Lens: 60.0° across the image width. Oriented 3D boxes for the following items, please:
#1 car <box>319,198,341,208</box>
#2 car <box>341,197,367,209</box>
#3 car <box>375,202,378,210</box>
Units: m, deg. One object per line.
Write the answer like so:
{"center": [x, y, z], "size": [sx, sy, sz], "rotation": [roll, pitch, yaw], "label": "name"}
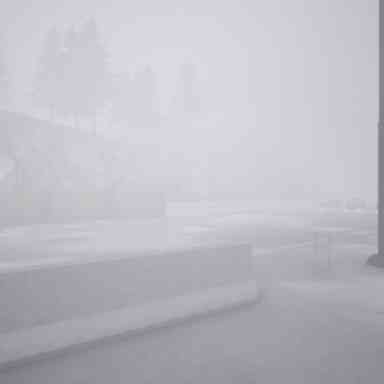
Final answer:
{"center": [19.735, 1.515, 47.010], "size": [2.033, 1.411, 5.357], "rotation": [0, 0, 39], "label": "car"}
{"center": [21.645, 1.462, 43.887], "size": [1.837, 1.490, 4.892], "rotation": [0, 0, 39], "label": "car"}
{"center": [24.334, 1.495, 41.592], "size": [2.033, 1.411, 5.357], "rotation": [0, 0, 40], "label": "car"}
